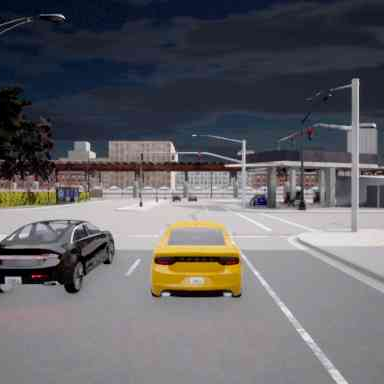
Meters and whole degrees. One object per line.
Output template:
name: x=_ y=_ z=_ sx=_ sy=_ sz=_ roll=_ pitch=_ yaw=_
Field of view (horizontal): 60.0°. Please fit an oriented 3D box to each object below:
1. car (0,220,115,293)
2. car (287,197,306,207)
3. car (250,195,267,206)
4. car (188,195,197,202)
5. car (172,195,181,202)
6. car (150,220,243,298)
car: x=-3.398 y=1.474 z=8.793 sx=2.128 sy=1.511 sz=4.902 roll=0 pitch=0 yaw=0
car: x=15.564 y=1.425 z=49.599 sx=1.970 sy=1.475 sz=3.806 roll=0 pitch=0 yaw=0
car: x=9.818 y=1.253 z=48.849 sx=2.242 sy=1.667 sz=4.611 roll=0 pitch=0 yaw=0
car: x=0.161 y=1.445 z=73.545 sx=1.994 sy=1.385 sz=4.181 roll=0 pitch=0 yaw=0
car: x=-3.339 y=1.386 z=73.552 sx=1.837 sy=1.490 sz=4.892 roll=0 pitch=0 yaw=0
car: x=0.101 y=1.468 z=8.577 sx=1.882 sy=1.535 sz=5.008 roll=0 pitch=0 yaw=0
